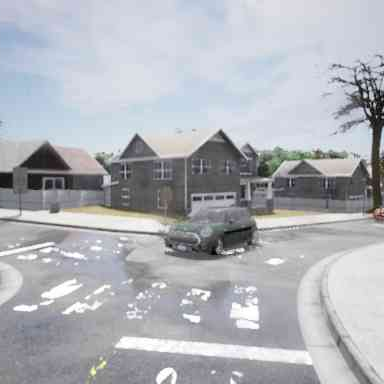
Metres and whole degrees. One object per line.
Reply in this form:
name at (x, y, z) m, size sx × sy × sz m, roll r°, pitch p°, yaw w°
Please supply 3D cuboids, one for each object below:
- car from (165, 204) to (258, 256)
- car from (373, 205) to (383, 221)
car at (0.936, 1.395, 13.523) m, size 2.097 × 1.767 × 4.553 m, roll 2°, pitch 0°, yaw 35°
car at (18.650, 1.808, 30.905) m, size 4.553 × 1.767 × 2.097 m, roll 1°, pitch 1°, yaw -43°
